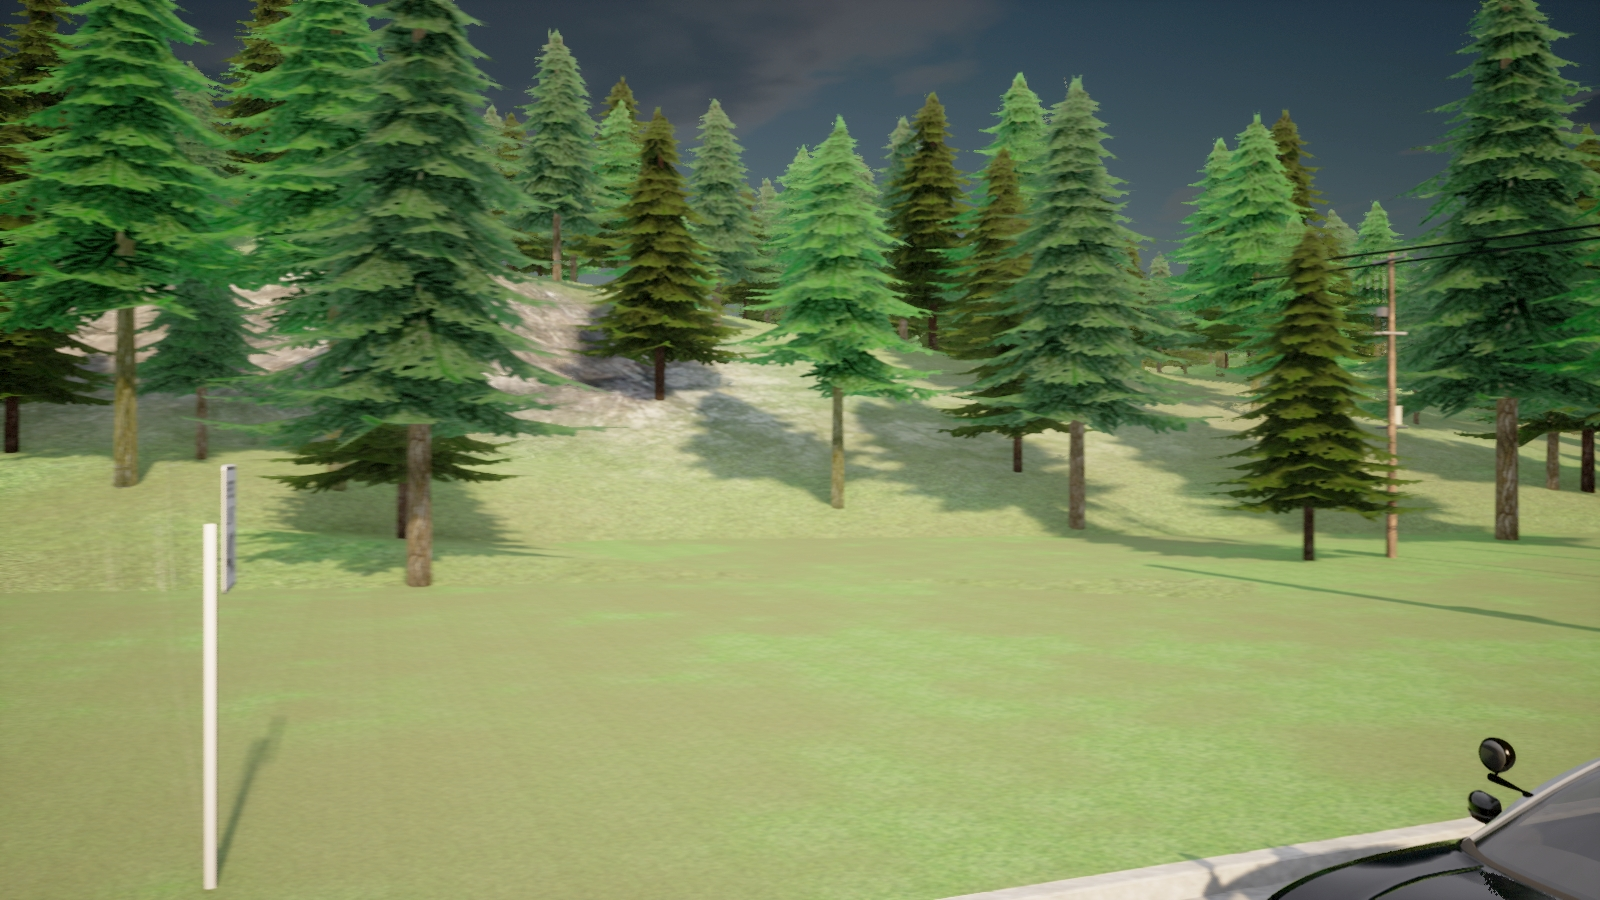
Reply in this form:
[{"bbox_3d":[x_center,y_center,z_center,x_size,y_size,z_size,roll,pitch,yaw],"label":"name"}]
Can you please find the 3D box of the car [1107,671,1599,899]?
[{"bbox_3d":[4.169,1.982,4.898,5.238,1.638,2.097,0,0,-19],"label":"car"}]
